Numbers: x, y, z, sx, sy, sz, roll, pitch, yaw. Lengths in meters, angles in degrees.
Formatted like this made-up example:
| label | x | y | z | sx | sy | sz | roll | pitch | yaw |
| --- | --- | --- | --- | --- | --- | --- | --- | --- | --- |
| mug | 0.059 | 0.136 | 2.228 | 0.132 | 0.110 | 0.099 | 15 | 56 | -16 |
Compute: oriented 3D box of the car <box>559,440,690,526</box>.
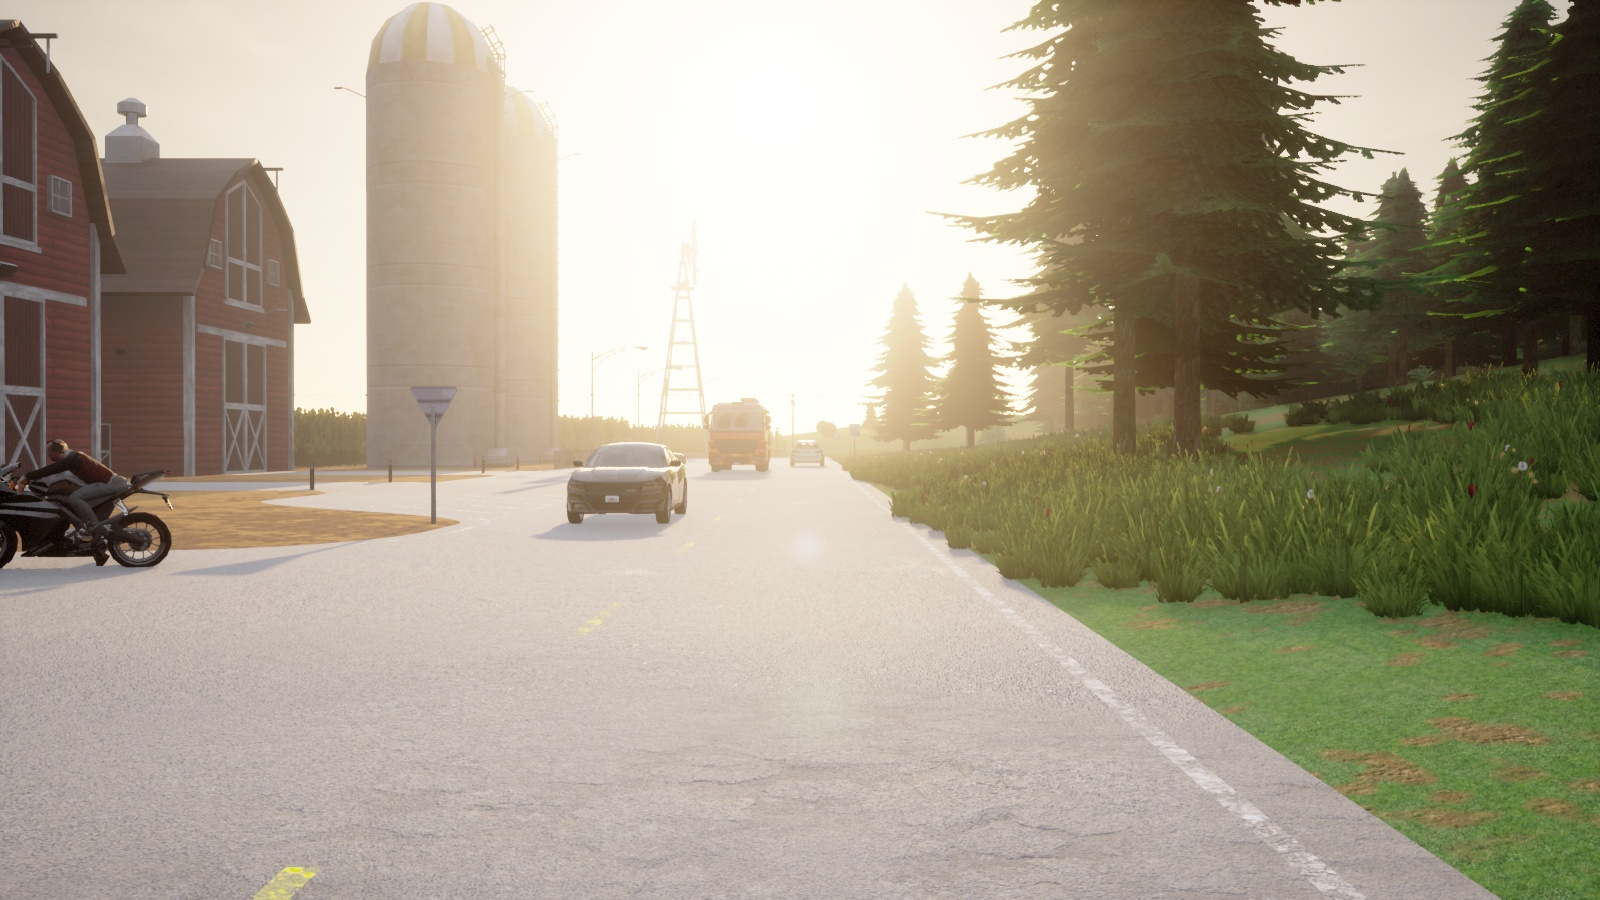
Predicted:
| label | x | y | z | sx | sy | sz | roll | pitch | yaw |
| --- | --- | --- | --- | --- | --- | --- | --- | --- | --- |
| car | -3.344 | 0.581 | 24.912 | 1.882 | 1.535 | 5.008 | 0 | 0 | 0 |

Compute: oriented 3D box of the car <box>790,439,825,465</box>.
| label | x | y | z | sx | sy | sz | roll | pitch | yaw |
| --- | --- | --- | --- | --- | --- | --- | --- | --- | --- |
| car | 0.478 | 0.129 | 81.876 | 2.242 | 1.667 | 4.611 | 0 | 0 | 0 |

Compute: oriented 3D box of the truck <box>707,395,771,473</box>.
| label | x | y | z | sx | sy | sz | roll | pitch | yaw |
| --- | --- | --- | --- | --- | --- | --- | --- | --- | --- |
| truck | -3.110 | -0.794 | 66.095 | 2.891 | 3.827 | 8.468 | 0 | 0 | 0 |

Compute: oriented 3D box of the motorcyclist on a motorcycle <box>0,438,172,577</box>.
| label | x | y | z | sx | sy | sz | roll | pitch | yaw |
| --- | --- | --- | --- | --- | --- | --- | --- | --- | --- |
| motorcyclist on a motorcycle | -8.483 | 0.639 | 14.468 | 2.191 | 1.530 | 0.866 | 1 | 0 | -26 |
